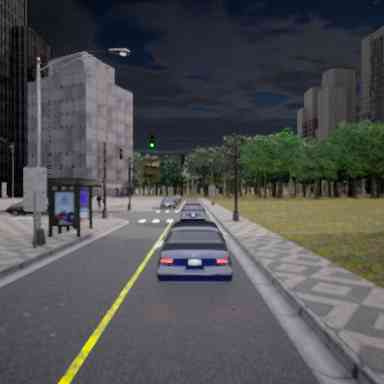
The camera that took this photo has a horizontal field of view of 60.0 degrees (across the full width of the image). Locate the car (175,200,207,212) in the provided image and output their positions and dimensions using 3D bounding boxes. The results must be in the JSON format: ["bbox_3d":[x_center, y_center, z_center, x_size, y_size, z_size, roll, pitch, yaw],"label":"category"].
[{"bbox_3d":[0.089,1.525,23.984,2.033,1.411,5.357,0,0,0],"label":"car"}]

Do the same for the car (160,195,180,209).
[{"bbox_3d":[-3.115,1.433,44.336,2.128,1.511,4.902,0,0,0],"label":"car"}]

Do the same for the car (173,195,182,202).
[{"bbox_3d":[-3.081,1.376,73.300,1.837,1.490,4.892,0,0,0],"label":"car"}]

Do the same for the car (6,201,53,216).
[{"bbox_3d":[-14.362,1.469,30.245,4.674,1.442,1.812,0,1,2],"label":"car"}]

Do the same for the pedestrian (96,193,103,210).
[{"bbox_3d":[-10.099,1.040,36.354,0.375,1.860,0.375,0,0,1],"label":"pedestrian"}]

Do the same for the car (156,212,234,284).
[{"bbox_3d":[0.087,1.541,9.593,2.033,1.411,5.357,0,0,1],"label":"car"}]
